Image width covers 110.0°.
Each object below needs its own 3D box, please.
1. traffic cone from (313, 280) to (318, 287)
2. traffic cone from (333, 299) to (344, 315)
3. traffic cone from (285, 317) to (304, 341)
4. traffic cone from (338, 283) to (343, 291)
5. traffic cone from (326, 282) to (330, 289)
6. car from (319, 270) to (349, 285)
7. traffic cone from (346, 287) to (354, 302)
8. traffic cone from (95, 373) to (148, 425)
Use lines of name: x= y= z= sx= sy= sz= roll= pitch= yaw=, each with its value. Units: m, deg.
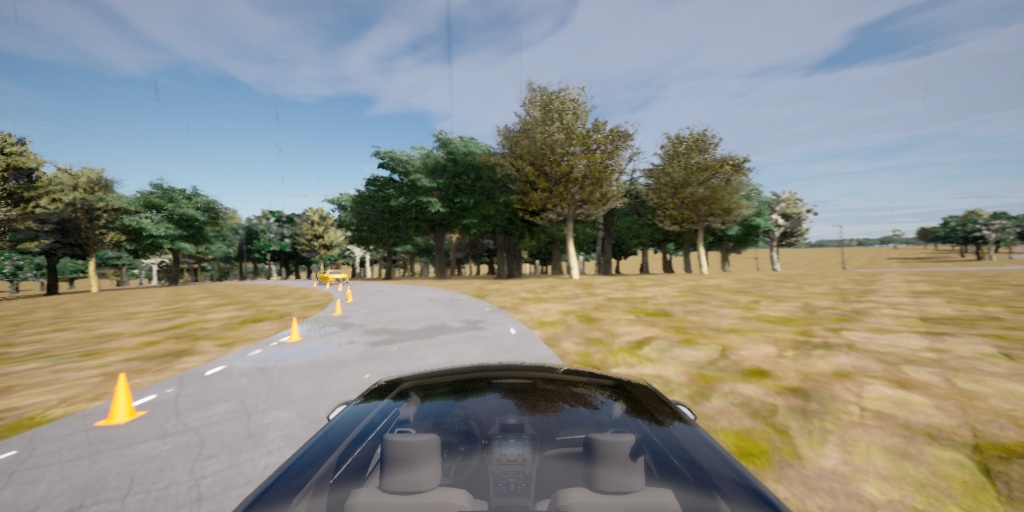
traffic cone: x=-18.773 y=2.631 z=34.253 sx=0.340 sy=0.580 sz=0.340 roll=0 pitch=0 yaw=-40
traffic cone: x=-6.724 y=1.956 z=13.903 sx=0.340 sy=0.580 sz=0.340 roll=0 pitch=0 yaw=-16
traffic cone: x=-5.639 y=1.879 z=9.313 sx=0.340 sy=0.580 sz=0.340 roll=0 pitch=0 yaw=-10
traffic cone: x=-12.742 y=2.297 z=26.651 sx=0.340 sy=0.580 sz=0.340 roll=0 pitch=0 yaw=-34
traffic cone: x=-15.621 y=2.455 z=30.458 sx=0.340 sy=0.580 sz=0.340 roll=0 pitch=0 yaw=-39
car: x=-18.622 y=2.212 z=37.442 sx=1.882 sy=1.535 sz=5.008 roll=-1 pitch=-2 yaw=-42
traffic cone: x=-8.282 y=2.048 z=18.354 sx=0.340 sy=0.580 sz=0.340 roll=0 pitch=0 yaw=-22
traffic cone: x=-5.037 y=1.810 z=4.636 sx=0.340 sy=0.580 sz=0.340 roll=0 pitch=0 yaw=-4
